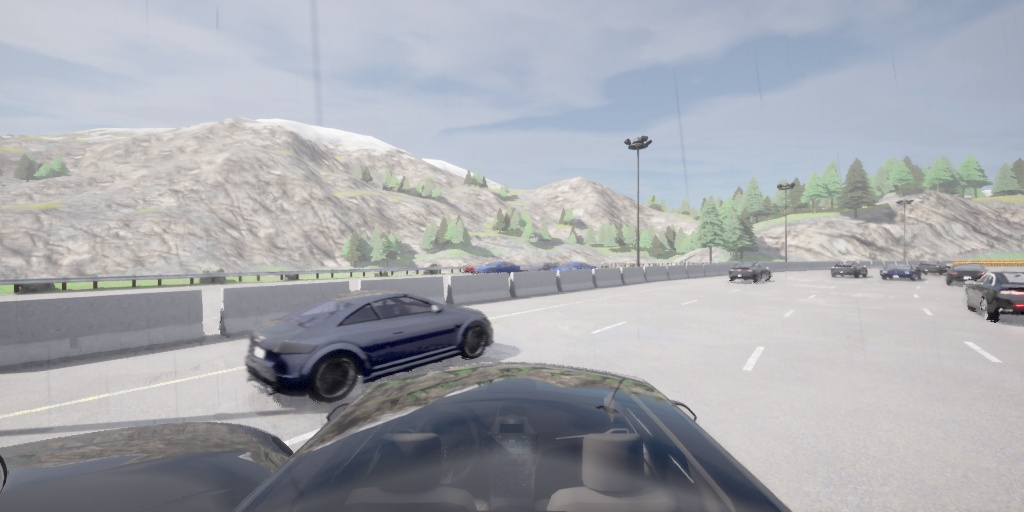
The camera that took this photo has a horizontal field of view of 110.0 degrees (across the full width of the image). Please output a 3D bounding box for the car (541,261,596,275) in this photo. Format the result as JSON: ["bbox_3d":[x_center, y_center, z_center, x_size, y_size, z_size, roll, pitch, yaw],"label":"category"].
[{"bbox_3d":[5.069,1.227,30.141,5.008,1.535,1.882,0,0,-43],"label":"car"}]

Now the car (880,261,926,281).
[{"bbox_3d":[32.302,1.351,29.723,4.718,1.301,1.895,0,0,-35],"label":"car"}]

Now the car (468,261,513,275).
[{"bbox_3d":[-1.300,1.227,33.724,5.008,1.535,1.882,0,0,-44],"label":"car"}]

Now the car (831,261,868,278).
[{"bbox_3d":[31.368,1.241,33.332,4.902,1.511,2.128,0,0,-35],"label":"car"}]

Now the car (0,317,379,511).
[{"bbox_3d":[-2.982,1.255,0.515,4.892,1.490,1.837,0,0,-45],"label":"car"}]

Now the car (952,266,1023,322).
[{"bbox_3d":[16.118,1.242,11.347,2.128,1.511,4.902,0,0,45],"label":"car"}]

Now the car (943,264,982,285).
[{"bbox_3d":[31.668,1.275,24.889,4.674,1.442,1.812,0,0,-38],"label":"car"}]

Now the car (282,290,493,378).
[{"bbox_3d":[-2.248,1.314,6.535,1.994,1.385,4.181,0,0,38],"label":"car"}]

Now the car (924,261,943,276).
[{"bbox_3d":[43.305,1.241,36.857,4.902,1.511,2.128,0,0,-31],"label":"car"}]

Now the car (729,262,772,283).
[{"bbox_3d":[18.493,1.241,27.787,4.902,1.511,2.128,0,0,-40],"label":"car"}]

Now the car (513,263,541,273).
[{"bbox_3d":[2.936,1.297,32.960,5.357,1.411,2.033,0,0,-43],"label":"car"}]

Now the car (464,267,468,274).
[{"bbox_3d":[-2.624,1.351,37.314,4.718,1.301,1.895,0,0,-43],"label":"car"}]
